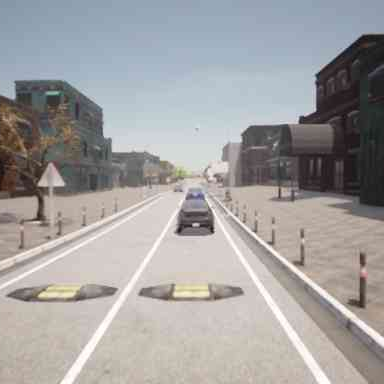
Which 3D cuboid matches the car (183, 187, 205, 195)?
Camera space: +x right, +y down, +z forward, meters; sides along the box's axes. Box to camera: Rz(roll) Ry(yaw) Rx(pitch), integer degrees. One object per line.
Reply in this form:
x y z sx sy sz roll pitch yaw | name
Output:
0.360 0.229 36.681 2.097 1.767 4.553 -1 3 1 | car

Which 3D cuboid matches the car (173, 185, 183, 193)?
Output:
-2.530 -0.552 62.919 1.837 1.490 4.892 -1 2 0 | car

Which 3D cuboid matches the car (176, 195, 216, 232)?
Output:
0.207 1.179 17.882 1.837 1.490 4.892 -1 2 1 | car
